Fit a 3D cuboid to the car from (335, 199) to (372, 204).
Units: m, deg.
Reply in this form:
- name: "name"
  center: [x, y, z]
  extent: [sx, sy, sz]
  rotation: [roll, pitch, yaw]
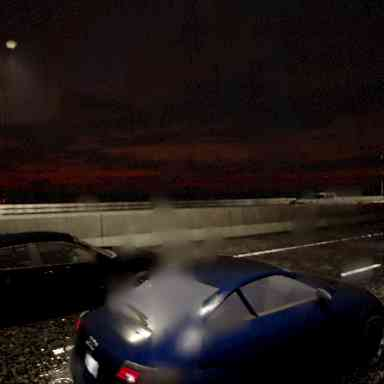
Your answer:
- name: "car"
  center: [16.706, 1.476, 33.097]
  extent: [4.718, 1.301, 1.895]
  rotation: [0, 0, -35]

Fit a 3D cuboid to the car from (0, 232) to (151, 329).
- name: "car"
  center: [-2.723, 1.474, 6.104]
  extent: [5.008, 1.535, 1.882]
  rotation: [0, 0, -35]

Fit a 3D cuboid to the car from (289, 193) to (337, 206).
- name: "car"
  center: [13.047, 1.105, 34.788]
  extent: [5.566, 2.045, 2.150]
  rotation: [0, 0, -35]

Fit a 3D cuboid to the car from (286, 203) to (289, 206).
- name: "car"
  center: [13.026, 1.399, 39.057]
  extent: [4.674, 1.442, 1.812]
  rotation: [0, 0, -36]

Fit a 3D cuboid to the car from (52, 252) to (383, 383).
- name: "car"
  center: [0.698, 1.554, 4.244]
  extent: [4.181, 1.385, 1.994]
  rotation: [0, 0, -35]
